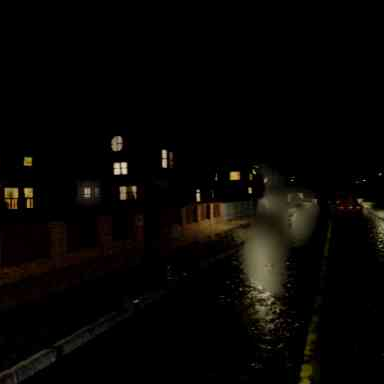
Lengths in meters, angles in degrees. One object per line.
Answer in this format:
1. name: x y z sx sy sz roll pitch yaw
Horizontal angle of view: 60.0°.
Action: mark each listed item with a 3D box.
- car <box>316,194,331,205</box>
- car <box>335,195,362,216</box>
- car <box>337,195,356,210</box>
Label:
1. car: 20.549 1.129 51.824 1.882 1.535 5.008 -2 0 23
2. car: 13.753 1.283 29.030 2.033 1.411 5.357 -2 0 24
3. car: 18.058 1.162 39.070 1.837 1.490 4.892 -2 0 24
